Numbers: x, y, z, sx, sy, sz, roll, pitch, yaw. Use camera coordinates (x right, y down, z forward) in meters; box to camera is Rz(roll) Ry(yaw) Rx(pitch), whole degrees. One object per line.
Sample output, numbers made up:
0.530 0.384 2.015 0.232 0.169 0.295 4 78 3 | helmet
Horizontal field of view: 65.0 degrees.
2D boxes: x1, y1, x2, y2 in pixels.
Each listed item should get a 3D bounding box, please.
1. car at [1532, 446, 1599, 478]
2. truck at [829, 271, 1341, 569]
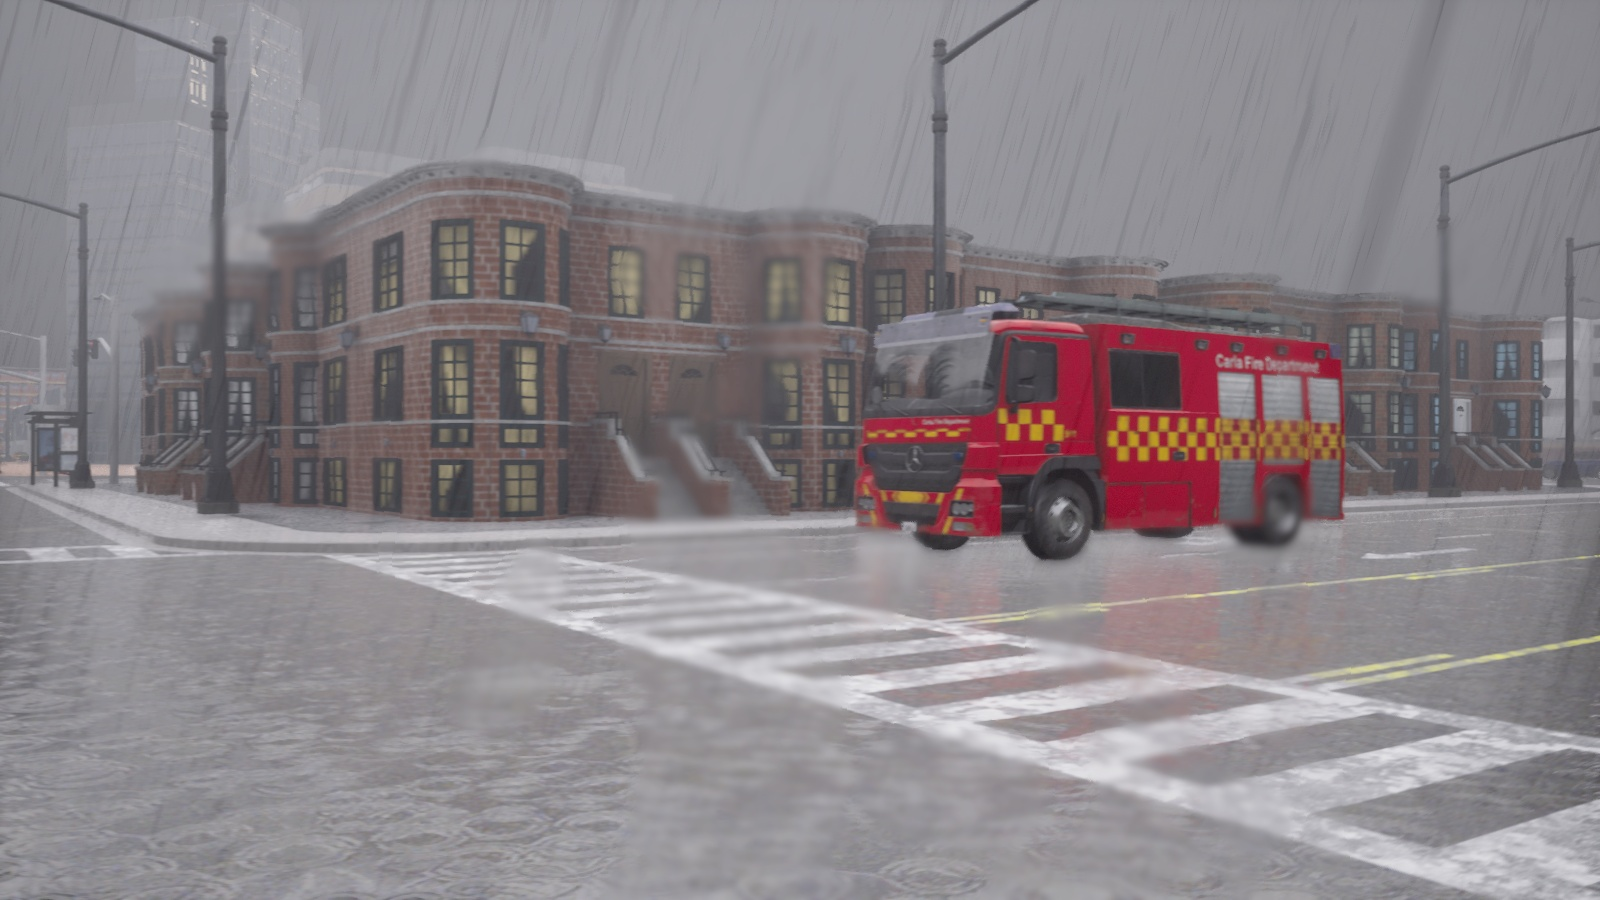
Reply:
45.284 0.686 72.746 2.097 1.767 4.553 0 0 -29 | car
4.735 -0.381 19.749 8.468 3.827 2.891 0 0 -35 | truck
